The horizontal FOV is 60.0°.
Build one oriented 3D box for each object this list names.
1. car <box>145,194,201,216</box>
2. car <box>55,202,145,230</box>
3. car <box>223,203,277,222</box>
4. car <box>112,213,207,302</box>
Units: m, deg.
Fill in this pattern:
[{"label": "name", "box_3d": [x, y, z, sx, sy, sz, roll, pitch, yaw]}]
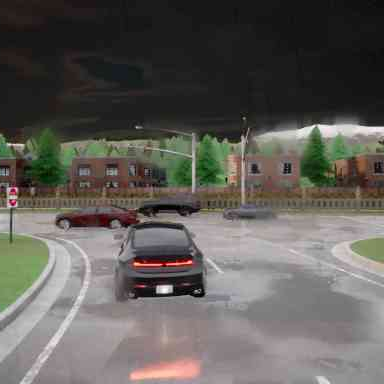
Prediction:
[{"label": "car", "box_3d": [-1.956, 1.221, 30.296, 5.566, 2.045, 2.150, 0, 0, 6]}, {"label": "car", "box_3d": [-5.717, 1.477, 20.134, 5.008, 1.535, 1.882, 0, 0, 6]}, {"label": "car", "box_3d": [4.533, 1.564, 26.098, 4.181, 1.385, 1.994, 0, 0, 6]}, {"label": "car", "box_3d": [-0.885, 1.505, 8.386, 1.837, 1.490, 4.892, 0, 0, -9]}]
